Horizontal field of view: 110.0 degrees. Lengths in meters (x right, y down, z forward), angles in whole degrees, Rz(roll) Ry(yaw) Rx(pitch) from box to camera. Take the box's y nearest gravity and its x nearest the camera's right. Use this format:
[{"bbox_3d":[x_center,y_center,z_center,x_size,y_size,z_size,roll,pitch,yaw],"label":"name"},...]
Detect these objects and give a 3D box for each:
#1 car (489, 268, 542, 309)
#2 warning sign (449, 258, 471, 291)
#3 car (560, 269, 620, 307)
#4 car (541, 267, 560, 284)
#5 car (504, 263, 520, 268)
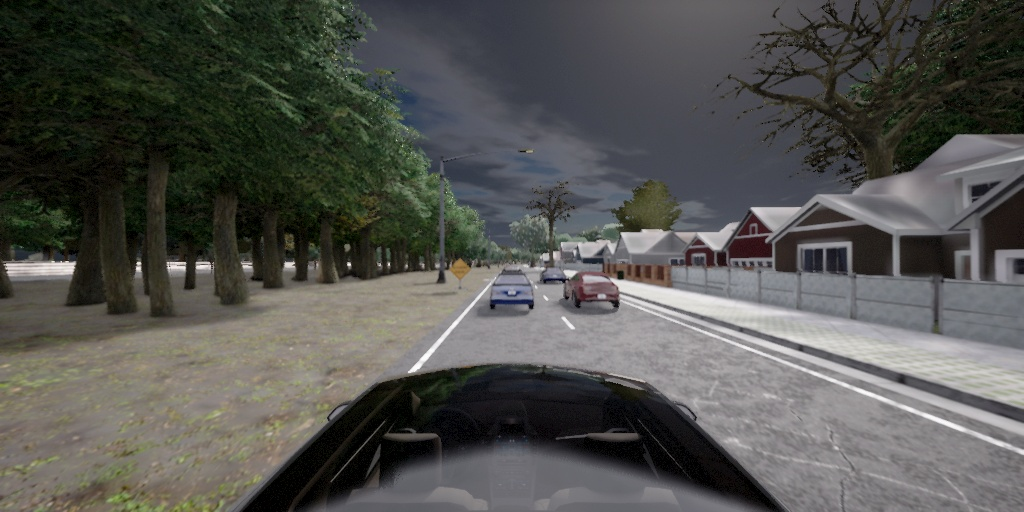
[{"bbox_3d":[-0.002,1.442,15.844,2.033,1.411,5.357,0,-1,0],"label":"car"},{"bbox_3d":[-3.054,1.064,21.103,1.300,1.860,1.060,0,0,0],"label":"warning sign"},{"bbox_3d":[3.502,1.424,16.226,1.812,1.442,4.674,0,0,0],"label":"car"},{"bbox_3d":[3.498,1.618,31.148,1.994,1.385,4.181,0,-1,0],"label":"car"},{"bbox_3d":[-0.003,1.547,31.143,2.128,1.511,4.902,0,0,0],"label":"car"}]
